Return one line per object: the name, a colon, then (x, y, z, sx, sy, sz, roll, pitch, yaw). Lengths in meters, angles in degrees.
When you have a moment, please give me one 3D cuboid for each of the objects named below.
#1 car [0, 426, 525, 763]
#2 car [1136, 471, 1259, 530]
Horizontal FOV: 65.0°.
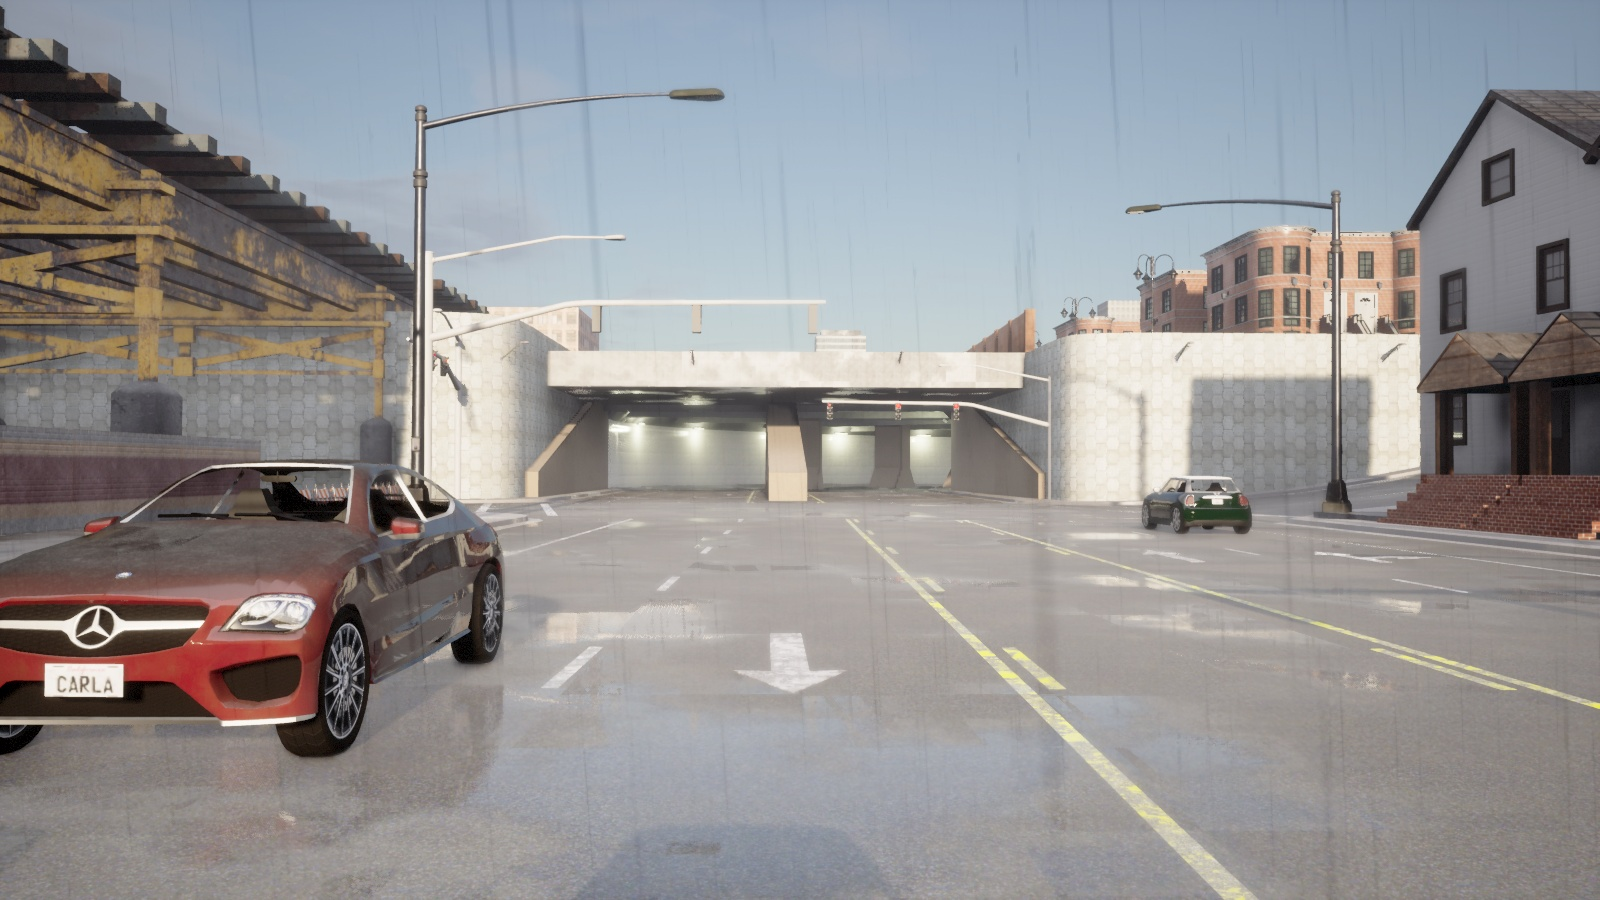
car: (-3.521, 0.753, 8.692, 2.152, 1.651, 5.027, 0, -1, 0)
car: (10.448, 1.296, 33.317, 1.970, 1.475, 3.806, 0, -1, -1)
